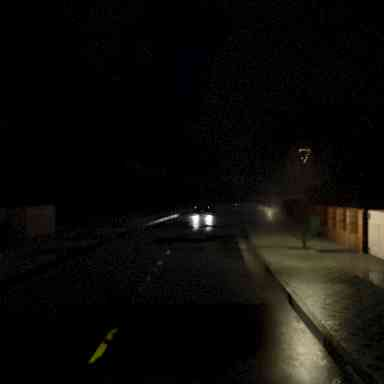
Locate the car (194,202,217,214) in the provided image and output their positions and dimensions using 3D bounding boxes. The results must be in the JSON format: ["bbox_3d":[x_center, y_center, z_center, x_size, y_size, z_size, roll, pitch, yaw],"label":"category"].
[{"bbox_3d":[1.566,1.767,38.177,1.895,1.301,4.718,0,0,13],"label":"car"}]

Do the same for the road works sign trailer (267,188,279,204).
[{"bbox_3d":[19.141,0.925,78.248,2.380,3.560,2.880,-1,-1,29],"label":"road works sign trailer"}]

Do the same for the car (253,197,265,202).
[{"bbox_3d":[15.509,1.854,76.982,1.882,1.535,5.008,-1,-1,25],"label":"car"}]
